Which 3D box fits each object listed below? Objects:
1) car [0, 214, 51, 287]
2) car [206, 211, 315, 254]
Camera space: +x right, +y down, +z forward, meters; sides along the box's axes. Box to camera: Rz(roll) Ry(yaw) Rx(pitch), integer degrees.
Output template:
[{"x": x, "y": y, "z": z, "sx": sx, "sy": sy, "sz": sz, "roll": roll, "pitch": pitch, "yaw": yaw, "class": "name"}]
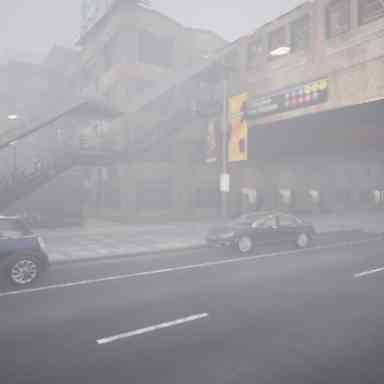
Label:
[{"x": -5.847, "y": 1.351, "z": 7.732, "sx": 4.553, "sy": 1.767, "sz": 2.185, "roll": 1, "pitch": 0, "yaw": -36, "class": "car"}, {"x": 2.944, "y": 1.582, "z": 13.960, "sx": 4.892, "sy": 1.521, "sz": 2.231, "roll": 1, "pitch": 0, "yaw": -26, "class": "car"}]
